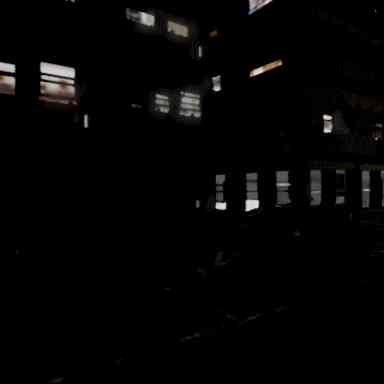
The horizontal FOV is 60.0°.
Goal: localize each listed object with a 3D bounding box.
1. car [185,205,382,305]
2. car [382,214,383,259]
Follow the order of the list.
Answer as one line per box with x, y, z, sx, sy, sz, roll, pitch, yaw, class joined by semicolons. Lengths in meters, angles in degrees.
2.245;1.267;8.170;5.009;1.841;2.192;-1;0;-36;car
6.797;1.461;11.439;4.403;1.369;2.008;-1;0;-36;car
